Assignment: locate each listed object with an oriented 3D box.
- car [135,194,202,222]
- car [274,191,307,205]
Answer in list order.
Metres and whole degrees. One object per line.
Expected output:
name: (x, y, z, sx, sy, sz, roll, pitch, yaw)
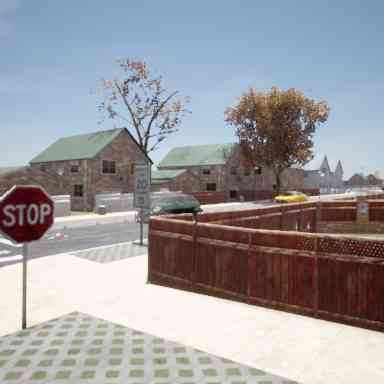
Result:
car: (-1.412, 0.947, 21.187, 2.097, 1.767, 4.553, 1, 2, 41)
car: (10.402, 0.674, 34.965, 1.882, 1.535, 5.008, 1, 2, 41)
